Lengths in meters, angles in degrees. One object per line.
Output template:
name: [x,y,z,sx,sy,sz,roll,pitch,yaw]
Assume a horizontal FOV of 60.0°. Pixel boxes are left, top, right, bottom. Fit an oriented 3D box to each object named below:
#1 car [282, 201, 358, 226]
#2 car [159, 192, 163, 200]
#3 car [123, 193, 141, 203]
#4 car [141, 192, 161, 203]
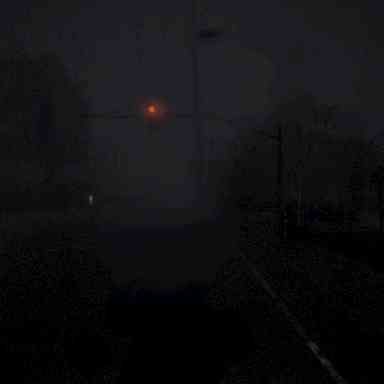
car: [8.255,1.369,21.709,4.902,1.511,2.128,0,0,-3]
car: [-7.450,0.849,73.474,2.097,1.767,4.553,0,1,-2]
car: [-10.632,1.179,57.870,1.812,1.442,4.674,0,1,0]
car: [-7.130,1.216,58.105,1.994,1.385,4.181,0,1,0]
